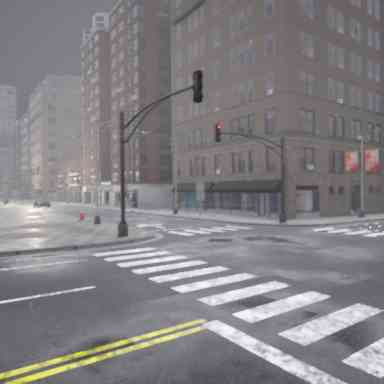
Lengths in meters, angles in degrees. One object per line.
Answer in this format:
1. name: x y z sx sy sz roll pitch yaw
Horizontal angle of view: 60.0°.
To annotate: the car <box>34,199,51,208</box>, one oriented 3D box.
1. car: -24.329 1.804 53.938 2.033 1.411 5.357 -1 0 -35
